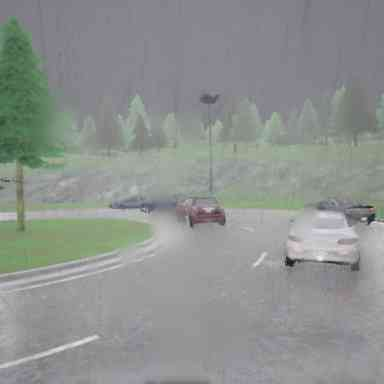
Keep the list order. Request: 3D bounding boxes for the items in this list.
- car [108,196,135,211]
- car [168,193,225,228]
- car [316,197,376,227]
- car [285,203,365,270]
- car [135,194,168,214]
[{"bbox_3d":[-5.694,1.132,33.665,5.357,1.411,2.033,-1,1,13],"label":"car"},{"bbox_3d":[0.267,1.029,19.950,2.097,1.767,4.553,-2,1,-17],"label":"car"},{"bbox_3d":[7.901,1.031,18.335,2.128,1.511,4.902,-1,1,-8],"label":"car"},{"bbox_3d":[3.955,1.282,10.109,1.812,1.442,4.674,0,1,22],"label":"car"},{"bbox_3d":[-2.243,0.949,28.322,4.553,1.767,2.097,-1,1,36],"label":"car"}]
